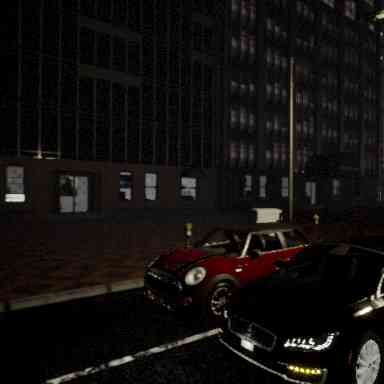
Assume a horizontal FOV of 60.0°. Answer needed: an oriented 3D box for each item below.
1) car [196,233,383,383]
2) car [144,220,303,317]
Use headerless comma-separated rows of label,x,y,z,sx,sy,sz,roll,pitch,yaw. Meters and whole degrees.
car,2.616,1.511,5.233,4.892,1.490,1.837,0,0,-35
car,0.997,1.446,7.260,4.097,1.590,1.967,0,0,-35
